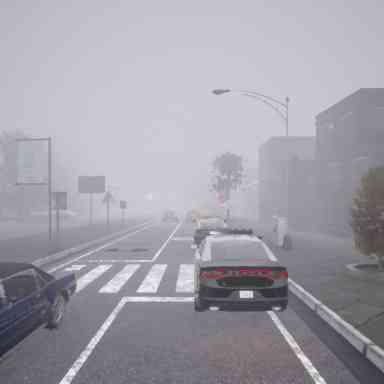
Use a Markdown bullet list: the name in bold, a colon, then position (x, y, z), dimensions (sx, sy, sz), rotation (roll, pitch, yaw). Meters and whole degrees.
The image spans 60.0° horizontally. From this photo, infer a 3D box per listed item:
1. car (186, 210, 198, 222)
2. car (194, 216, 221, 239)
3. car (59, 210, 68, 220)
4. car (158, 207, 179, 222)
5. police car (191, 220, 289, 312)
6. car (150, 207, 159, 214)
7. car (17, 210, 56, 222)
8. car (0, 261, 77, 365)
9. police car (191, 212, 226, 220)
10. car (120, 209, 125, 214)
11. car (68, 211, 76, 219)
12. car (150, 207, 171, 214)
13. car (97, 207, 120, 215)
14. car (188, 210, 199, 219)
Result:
- **car**: position (0.210, 3.278, 46.665), dimensions (2.097, 1.767, 4.553), rotation (0, -2, 1)
- **car**: position (1.064, 2.527, 24.551), dimensions (1.812, 1.442, 4.674), rotation (0, -2, 0)
- **car**: position (-21.746, 3.496, 49.440), dimensions (4.892, 1.521, 2.231), rotation (0, -2, 0)
- **car**: position (-3.063, 3.244, 45.854), dimensions (2.097, 1.767, 4.553), rotation (0, -2, 0)
- **police car**: position (0.999, 1.766, 8.664), dimensions (1.930, 1.638, 5.238), rotation (0, -2, 0)
- **car**: position (-8.464, 5.087, 87.008), dimensions (4.892, 1.521, 2.231), rotation (0, -3, 0)
- **car**: position (-21.766, 3.397, 46.166), dimensions (4.674, 1.452, 2.002), rotation (0, -2, 0)
- **car**: position (-3.340, 1.799, 4.760), dimensions (1.895, 1.301, 4.718), rotation (0, -2, 0)
- **police car**: position (1.037, 2.179, 18.665), dimensions (1.930, 1.638, 5.238), rotation (0, -2, 0)
- **car**: position (-21.541, 5.219, 89.879), dimensions (5.008, 1.535, 2.097), rotation (0, -3, 0)
- **car**: position (-21.740, 3.632, 52.711), dimensions (5.008, 1.535, 2.097), rotation (0, -2, 0)
- **car**: position (-8.484, 4.964, 89.818), dimensions (5.566, 2.045, 2.435), rotation (0, -3, 0)
- **car**: position (-21.559, 4.965, 84.316), dimensions (5.008, 1.535, 2.097), rotation (0, -2, 0)
- **car**: position (0.253, 4.033, 60.097), dimensions (2.033, 1.411, 5.357), rotation (0, -2, 0)
